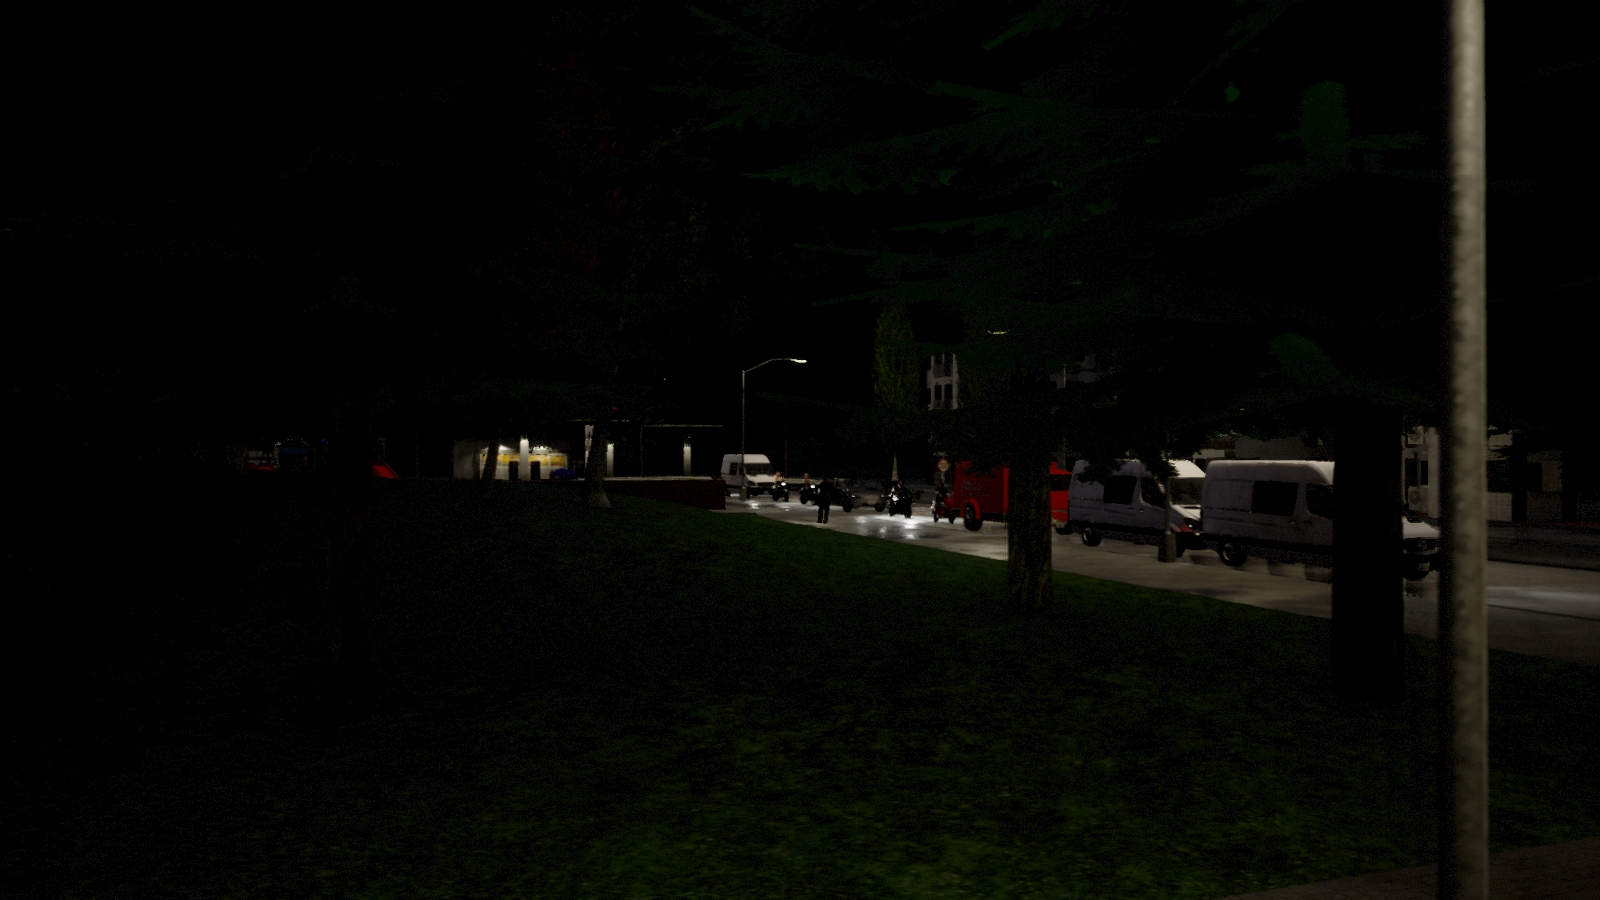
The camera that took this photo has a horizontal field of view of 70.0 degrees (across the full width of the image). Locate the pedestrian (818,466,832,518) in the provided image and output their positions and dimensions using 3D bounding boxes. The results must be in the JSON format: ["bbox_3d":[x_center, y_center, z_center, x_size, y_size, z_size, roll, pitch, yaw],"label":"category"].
[{"bbox_3d":[0.895,1.525,41.213,0.375,1.860,0.375,0,0,-19],"label":"pedestrian"}]

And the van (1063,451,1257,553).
[{"bbox_3d":[9.862,1.314,31.943,1.988,2.561,5.915,0,0,-20],"label":"van"}]

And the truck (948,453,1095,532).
[{"bbox_3d":[7.393,1.348,38.817,2.627,2.467,5.204,0,0,-20],"label":"truck"}]

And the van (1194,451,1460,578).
[{"bbox_3d":[11.873,1.314,26.356,1.988,2.561,5.915,0,0,-20],"label":"van"}]

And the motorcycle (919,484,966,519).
[{"bbox_3d":[5.485,1.985,44.121,0.867,1.251,2.209,0,0,-20],"label":"motorcycle"}]

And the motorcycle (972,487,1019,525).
[{"bbox_3d":[6.886,1.962,40.278,0.856,1.236,1.805,0,0,-20],"label":"motorcycle"}]
